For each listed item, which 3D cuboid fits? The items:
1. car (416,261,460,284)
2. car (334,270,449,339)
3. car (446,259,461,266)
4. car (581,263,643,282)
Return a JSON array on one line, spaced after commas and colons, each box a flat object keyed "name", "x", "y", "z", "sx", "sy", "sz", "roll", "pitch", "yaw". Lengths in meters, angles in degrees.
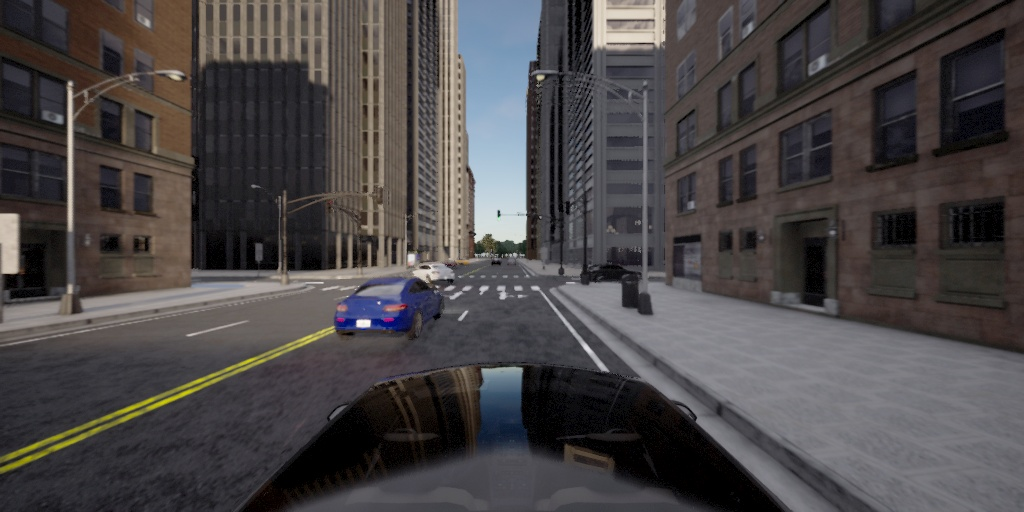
[{"name": "car", "x": -5.906, "y": 1.269, "z": 26.389, "sx": 1.812, "sy": 1.442, "sz": 4.674, "roll": 1, "pitch": 0, "yaw": -37}, {"name": "car", "x": -3.152, "y": 1.276, "z": 9.916, "sx": 1.812, "sy": 1.442, "sz": 4.674, "roll": 0, "pitch": 0, "yaw": 0}, {"name": "car", "x": -9.823, "y": 1.329, "z": 56.634, "sx": 1.895, "sy": 1.301, "sz": 4.718, "roll": 0, "pitch": 0, "yaw": 1}, {"name": "car", "x": 7.538, "y": 1.275, "z": 26.992, "sx": 4.674, "sy": 1.442, "sz": 1.812, "roll": 0, "pitch": -1, "yaw": -7}]
